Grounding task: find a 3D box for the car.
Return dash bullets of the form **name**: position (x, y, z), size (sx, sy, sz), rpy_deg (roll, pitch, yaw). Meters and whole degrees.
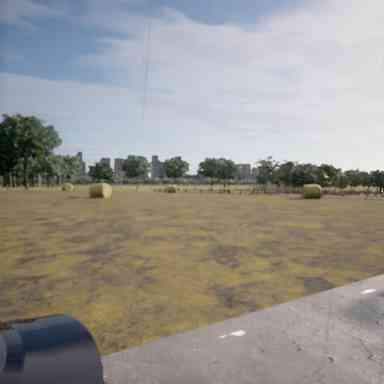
- **car**: position (-2.858, 1.482, 1.358), size (5.008, 1.535, 1.882), rpy_deg (-1, 1, -29)
